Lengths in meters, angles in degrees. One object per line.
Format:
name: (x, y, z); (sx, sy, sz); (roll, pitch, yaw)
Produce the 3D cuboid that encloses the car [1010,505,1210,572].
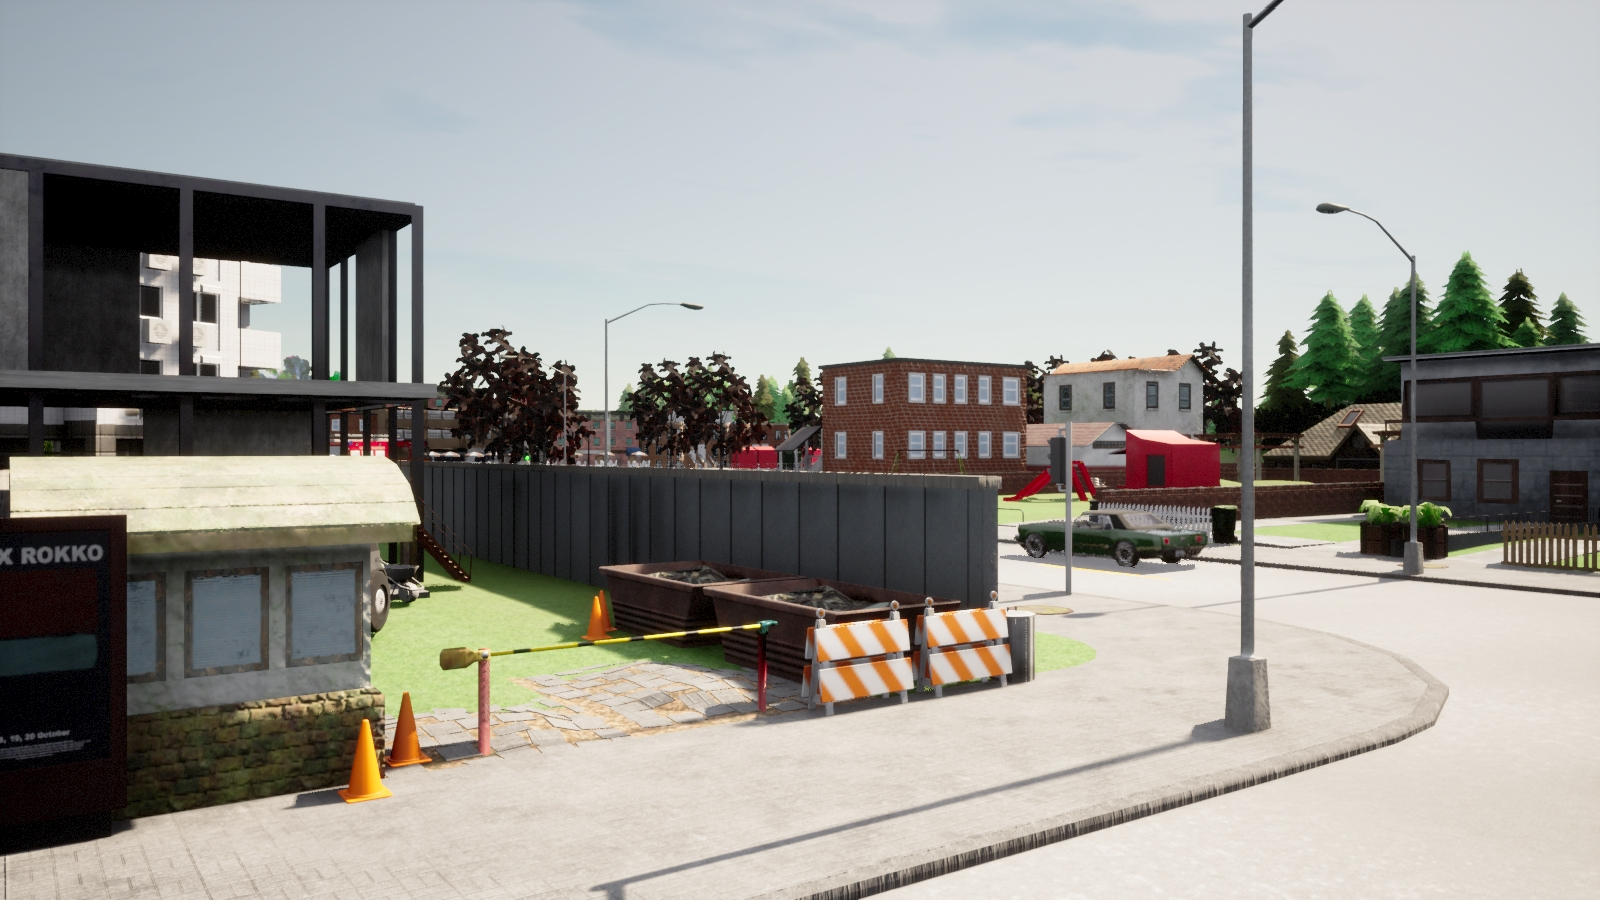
car: (7.628, 2.146, 28.576); (1.895, 1.301, 4.718); (0, 0, -35)
